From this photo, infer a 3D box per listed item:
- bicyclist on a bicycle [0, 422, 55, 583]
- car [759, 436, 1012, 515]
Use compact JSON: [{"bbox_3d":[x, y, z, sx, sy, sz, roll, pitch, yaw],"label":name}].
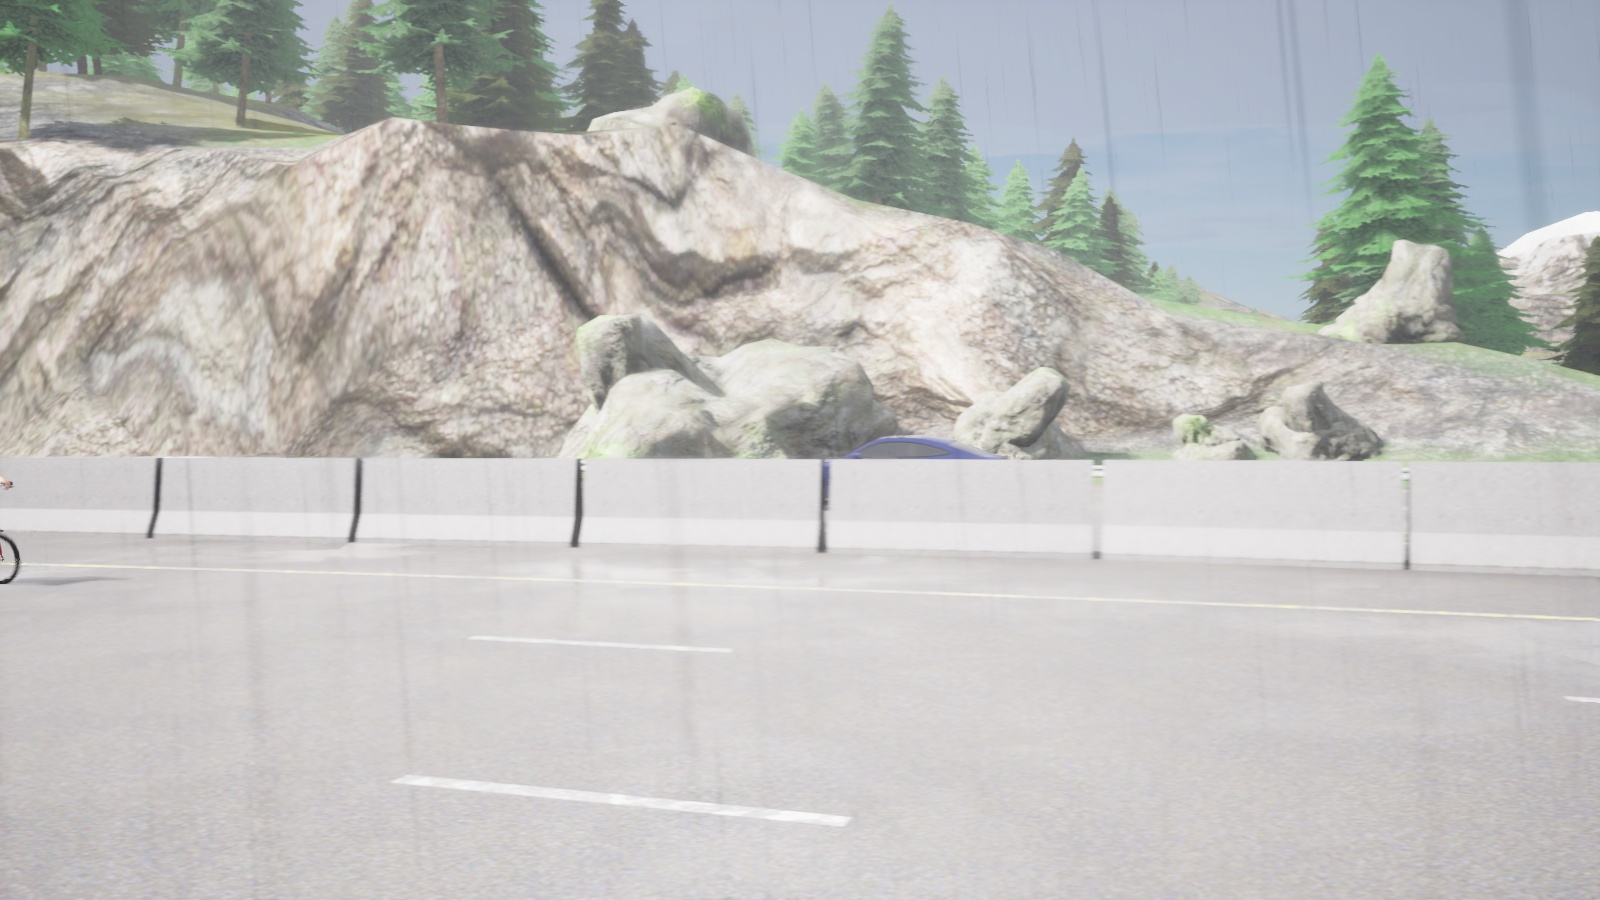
[{"bbox_3d":[-8.709,0.518,13.019,1.509,1.612,0.866,0,1,14],"label":"bicyclist on a bicycle"},{"bbox_3d":[1.693,0.454,24.714,4.674,1.442,1.812,0,1,17],"label":"car"}]
